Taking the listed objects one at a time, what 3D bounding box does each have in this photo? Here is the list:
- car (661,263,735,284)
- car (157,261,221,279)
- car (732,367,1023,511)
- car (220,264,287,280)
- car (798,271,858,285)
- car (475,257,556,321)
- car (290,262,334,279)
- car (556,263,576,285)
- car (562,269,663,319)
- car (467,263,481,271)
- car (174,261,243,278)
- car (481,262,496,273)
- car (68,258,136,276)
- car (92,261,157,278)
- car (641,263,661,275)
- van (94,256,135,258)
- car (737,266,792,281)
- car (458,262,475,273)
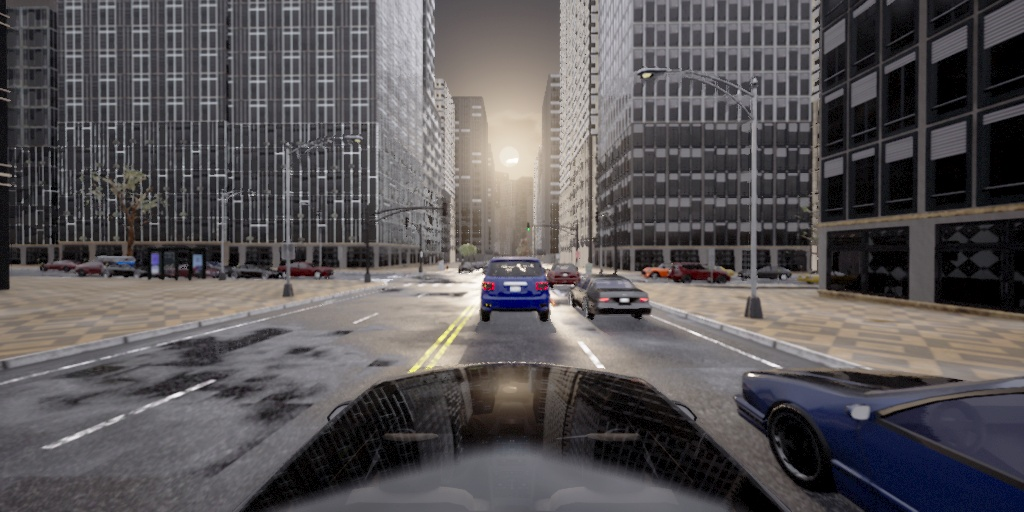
[{"bbox_3d":[16.187,1.513,31.280,5.009,1.841,2.192,0,0,1],"label":"car"},{"bbox_3d":[-28.422,1.386,31.937,4.207,1.307,1.802,0,0,1],"label":"car"},{"bbox_3d":[3.353,1.296,1.487,2.033,1.411,5.357,0,0,0],"label":"car"},{"bbox_3d":[-22.738,1.421,31.804,4.313,1.339,1.948,0,0,1],"label":"car"},{"bbox_3d":[27.636,1.822,31.084,4.829,1.417,1.751,0,0,1],"label":"car"},{"bbox_3d":[0.097,1.060,13.003,2.150,2.045,5.566,0,0,0],"label":"car"},{"bbox_3d":[-19.772,1.338,34.458,5.008,1.535,1.882,1,0,0],"label":"car"},{"bbox_3d":[3.644,1.299,25.601,2.097,1.767,4.553,0,-1,4],"label":"car"},{"bbox_3d":[3.349,1.387,13.224,2.033,1.411,5.357,0,0,0],"label":"car"},{"bbox_3d":[-6.582,1.801,61.990,1.895,1.301,4.718,0,0,0],"label":"car"},{"bbox_3d":[-29.275,1.266,34.651,4.902,1.511,2.128,1,0,1],"label":"car"},{"bbox_3d":[-3.345,1.611,52.580,1.882,1.535,5.008,0,0,0],"label":"car"},{"bbox_3d":[-39.546,1.209,34.863,4.674,1.442,1.812,1,0,1],"label":"car"},{"bbox_3d":[-34.102,1.319,32.109,4.313,1.339,1.948,0,0,1],"label":"car"},{"bbox_3d":[15.774,1.501,37.094,4.553,1.767,2.097,0,0,-1],"label":"car"},{"bbox_3d":[-45.295,0.925,40.769,3.998,1.789,1.690,0,0,1],"label":"van"},{"bbox_3d":[25.901,1.741,36.896,4.892,1.490,1.837,0,0,1],"label":"car"},{"bbox_3d":[-6.611,1.632,51.688,1.837,1.490,4.892,0,0,-1],"label":"car"}]
